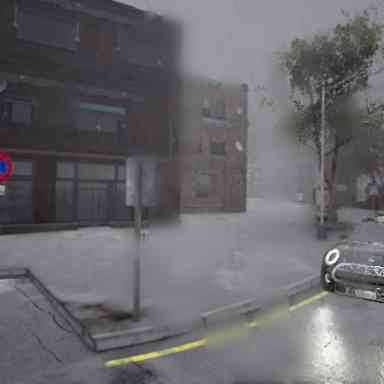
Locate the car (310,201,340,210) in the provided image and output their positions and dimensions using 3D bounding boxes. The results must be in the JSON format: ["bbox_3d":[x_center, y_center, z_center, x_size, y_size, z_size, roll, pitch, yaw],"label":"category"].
[{"bbox_3d":[16.309,1.416,40.927,1.994,1.385,4.181,1,1,-10],"label":"car"}]

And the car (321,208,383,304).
[{"bbox_3d":[4.899,1.427,8.190,2.097,1.767,4.553,0,-1,41],"label":"car"}]
